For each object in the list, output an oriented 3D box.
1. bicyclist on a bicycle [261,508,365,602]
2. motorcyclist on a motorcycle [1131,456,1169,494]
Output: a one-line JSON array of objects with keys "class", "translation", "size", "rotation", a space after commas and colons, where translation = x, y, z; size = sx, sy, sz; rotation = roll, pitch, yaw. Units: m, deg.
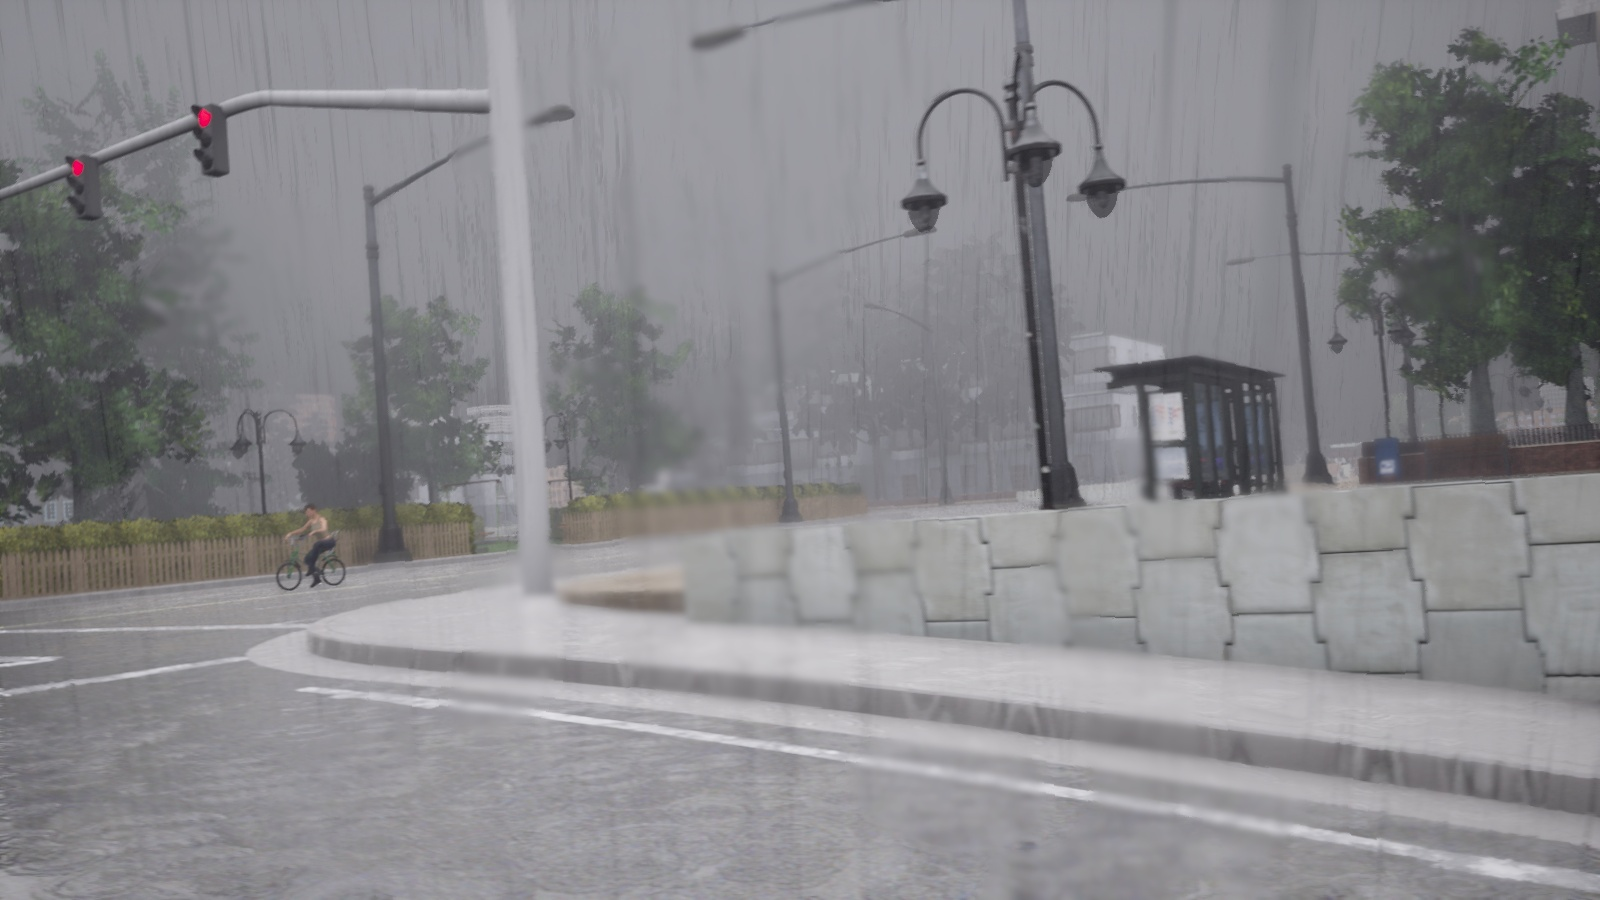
[{"class": "bicyclist on a bicycle", "translation": [-9.289, 1.987, 23.970], "size": [0.866, 1.612, 1.509], "rotation": [-7, -3, 35]}, {"class": "motorcyclist on a motorcycle", "translation": [14.771, 1.040, 52.947], "size": [0.797, 1.523, 2.044], "rotation": [-7, -4, 34]}]
